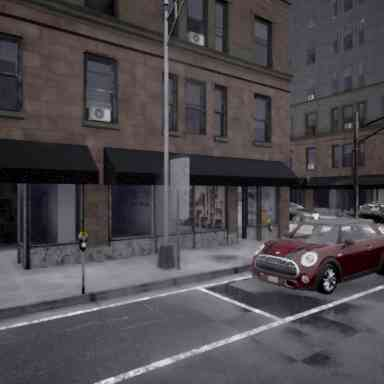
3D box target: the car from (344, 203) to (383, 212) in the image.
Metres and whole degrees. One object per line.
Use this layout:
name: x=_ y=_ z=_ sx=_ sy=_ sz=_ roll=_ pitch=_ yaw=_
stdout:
car: x=12.208 y=1.514 z=22.453 sx=2.128 sy=1.511 sz=4.902 roll=0 pitch=0 yaw=-41

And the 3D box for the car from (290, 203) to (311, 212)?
car: x=7.045 y=1.532 z=24.612 sx=2.128 sy=1.511 sz=4.902 roll=0 pitch=0 yaw=-35

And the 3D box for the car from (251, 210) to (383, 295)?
car: x=3.442 y=1.438 z=8.658 sx=4.097 sy=1.590 sz=1.967 roll=0 pitch=0 yaw=-36
